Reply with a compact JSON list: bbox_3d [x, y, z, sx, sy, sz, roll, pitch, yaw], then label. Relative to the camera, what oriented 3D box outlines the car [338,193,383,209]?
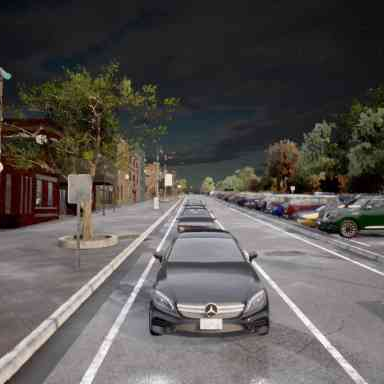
[{"bbox_3d":[22.166,1.153,42.967,5.566,2.045,2.435,0,0,0],"label":"car"}]

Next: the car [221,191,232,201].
[{"bbox_3d":[8.942,0.964,64.687,5.566,2.045,2.435,0,1,0],"label":"car"}]

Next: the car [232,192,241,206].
[{"bbox_3d":[9.054,1.113,47.867,5.566,2.045,2.435,0,1,0],"label":"car"}]

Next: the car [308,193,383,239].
[{"bbox_3d":[9.259,1.221,17.025,5.566,2.045,2.435,0,0,0],"label":"car"}]

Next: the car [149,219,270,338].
[{"bbox_3d":[0.256,1.524,6.824,1.812,1.442,4.674,0,0,0],"label":"car"}]

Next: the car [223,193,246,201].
[{"bbox_3d":[8.902,1.039,70.294,4.553,1.767,2.185,0,1,0],"label":"car"}]

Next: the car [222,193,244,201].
[{"bbox_3d":[8.883,1.014,73.098,4.553,1.767,2.185,0,1,0],"label":"car"}]

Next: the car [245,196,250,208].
[{"bbox_3d":[9.135,1.466,39.459,4.674,1.452,2.002,0,0,0],"label":"car"}]

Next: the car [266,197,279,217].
[{"bbox_3d":[9.208,1.460,28.239,5.008,1.535,2.097,0,0,0],"label":"car"}]

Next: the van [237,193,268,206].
[{"bbox_3d":[9.180,1.114,50.673,4.442,1.987,1.878,0,1,0],"label":"van"}]

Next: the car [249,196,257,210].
[{"bbox_3d":[9.186,1.470,36.651,4.792,1.488,2.163,0,0,0],"label":"car"}]

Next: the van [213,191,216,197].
[{"bbox_3d":[8.685,0.765,89.914,4.442,1.987,1.878,0,1,0],"label":"van"}]

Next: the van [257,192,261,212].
[{"bbox_3d":[9.292,1.222,33.848,4.442,1.987,1.878,0,0,0],"label":"van"}]

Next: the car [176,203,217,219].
[{"bbox_3d":[0.201,1.532,17.403,2.033,1.411,5.357,0,0,0],"label":"car"}]

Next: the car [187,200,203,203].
[{"bbox_3d":[0.233,1.443,29.851,2.128,1.511,4.902,0,0,0],"label":"car"}]

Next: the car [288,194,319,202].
[{"bbox_3d":[21.862,1.209,65.173,5.366,1.575,1.946,0,0,0],"label":"car"}]

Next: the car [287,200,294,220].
[{"bbox_3d":[9.253,1.506,22.632,4.674,1.452,2.002,0,0,0],"label":"car"}]

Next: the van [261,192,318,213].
[{"bbox_3d":[9.078,1.230,31.045,4.442,1.987,1.878,0,0,0],"label":"van"}]

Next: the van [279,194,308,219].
[{"bbox_3d":[9.348,1.237,25.436,4.442,1.987,1.878,0,0,0],"label":"van"}]

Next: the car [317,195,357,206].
[{"bbox_3d":[22.325,1.333,51.298,5.366,1.575,1.946,0,1,0],"label":"car"}]

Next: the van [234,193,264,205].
[{"bbox_3d":[9.161,1.089,53.476,4.442,1.987,1.878,0,1,0],"label":"van"}]

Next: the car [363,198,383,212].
[{"bbox_3d":[22.202,1.469,37.411,4.792,1.488,2.163,0,0,0],"label":"car"}]

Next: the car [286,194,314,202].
[{"bbox_3d":[22.034,1.188,67.951,4.892,1.521,2.231,0,1,0],"label":"car"}]

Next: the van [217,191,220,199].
[{"bbox_3d":[8.760,0.864,78.702,4.442,1.987,1.878,0,1,0],"label":"van"}]

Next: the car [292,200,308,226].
[{"bbox_3d":[9.083,1.466,19.828,5.366,1.575,1.946,0,0,0],"label":"car"}]

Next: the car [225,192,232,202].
[{"bbox_3d":[8.986,1.280,61.887,4.674,1.452,2.002,0,1,0],"label":"car"}]

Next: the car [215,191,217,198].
[{"bbox_3d":[8.853,1.065,81.508,5.008,1.535,2.097,0,1,0],"label":"car"}]

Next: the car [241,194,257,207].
[{"bbox_3d":[9.126,1.409,42.262,4.892,1.521,2.231,0,0,0],"label":"car"}]

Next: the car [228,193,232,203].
[{"bbox_3d":[9.020,1.291,56.280,4.892,1.521,2.231,0,1,0],"label":"car"}]

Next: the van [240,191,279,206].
[{"bbox_3d":[9.217,1.163,45.068,4.442,1.987,1.878,0,0,0],"label":"van"}]

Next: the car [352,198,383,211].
[{"bbox_3d":[22.242,1.452,40.194,4.792,1.488,2.163,0,0,0],"label":"car"}]

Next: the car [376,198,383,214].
[{"bbox_3d":[22.435,1.444,34.640,5.366,1.575,1.946,0,0,0],"label":"car"}]

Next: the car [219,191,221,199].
[{"bbox_3d":[8.923,0.939,67.490,5.566,2.045,2.435,0,1,0],"label":"car"}]

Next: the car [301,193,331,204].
[{"bbox_3d":[22.115,1.136,59.624,4.553,1.767,2.185,0,1,0],"label":"car"}]
